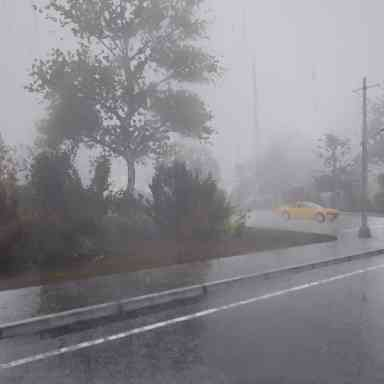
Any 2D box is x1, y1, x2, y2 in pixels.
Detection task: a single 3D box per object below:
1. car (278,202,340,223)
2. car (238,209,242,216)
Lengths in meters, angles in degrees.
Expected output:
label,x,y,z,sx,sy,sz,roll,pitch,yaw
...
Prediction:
label,x,y,z,sx,sy,sz,roll,pitch,yaw
car,9.308,1.566,26.838,1.882,1.535,5.008,0,-1,-39
car,2.976,1.584,34.329,2.097,1.767,4.553,0,-1,-43
